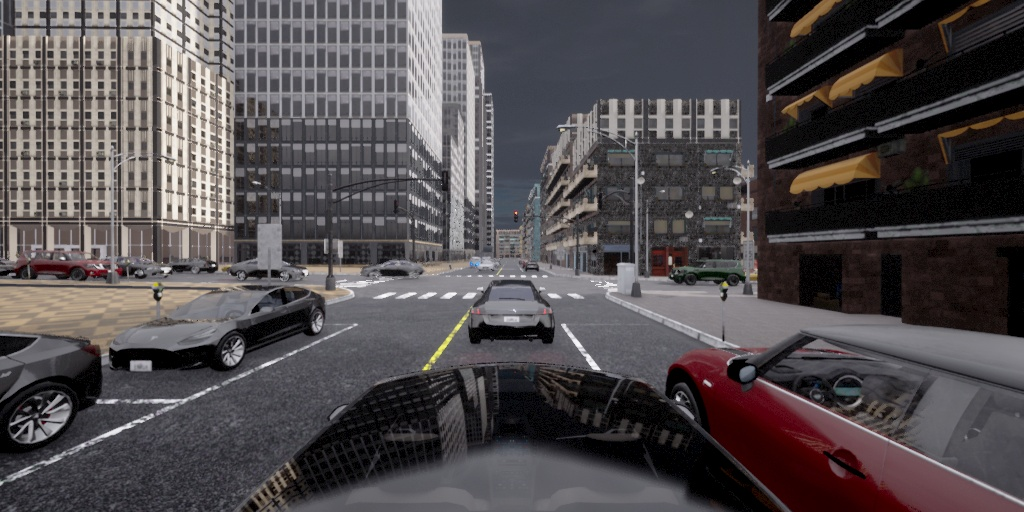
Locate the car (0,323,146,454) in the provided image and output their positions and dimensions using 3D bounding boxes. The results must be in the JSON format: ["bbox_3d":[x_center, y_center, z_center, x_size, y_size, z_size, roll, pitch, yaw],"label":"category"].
[{"bbox_3d":[-5.688,1.316,2.438,1.948,1.339,4.313,0,0,0],"label":"car"}]

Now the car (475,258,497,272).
[{"bbox_3d":[-3.212,1.272,45.242,1.812,1.442,4.674,0,0,0],"label":"car"}]

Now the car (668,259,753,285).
[{"bbox_3d":[15.514,1.285,28.581,5.566,2.045,2.150,1,0,-1],"label":"car"}]

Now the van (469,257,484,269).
[{"bbox_3d":[-5.832,1.088,57.295,1.690,1.789,3.998,0,0,0],"label":"van"}]

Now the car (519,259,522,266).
[{"bbox_3d":[2.548,1.292,57.318,1.888,1.381,4.507,0,0,0],"label":"car"}]

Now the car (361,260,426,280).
[{"bbox_3d":[-9.455,1.082,28.768,4.902,1.511,2.128,1,1,-23],"label":"car"}]

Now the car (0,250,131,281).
[{"bbox_3d":[-27.436,0.587,22.195,5.009,1.841,2.192,0,0,-1],"label":"car"}]

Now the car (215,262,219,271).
[{"bbox_3d":[-22.117,0.875,30.739,4.829,1.417,1.751,0,0,-1],"label":"car"}]

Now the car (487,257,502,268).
[{"bbox_3d":[-3.229,1.348,61.676,1.895,1.301,4.718,0,0,0],"label":"car"}]

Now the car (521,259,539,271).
[{"bbox_3d":[2.575,1.312,47.351,1.948,1.339,4.313,0,0,0],"label":"car"}]

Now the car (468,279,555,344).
[{"bbox_3d":[-0.015,1.312,9.616,1.994,1.385,4.181,0,0,0],"label":"car"}]

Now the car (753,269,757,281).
[{"bbox_3d":[21.291,1.693,31.257,4.829,1.417,1.751,0,0,-1],"label":"car"}]

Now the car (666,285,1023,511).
[{"bbox_3d":[2.693,1.190,2.461,1.967,1.591,4.097,0,0,0],"label":"car"}]

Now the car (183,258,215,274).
[{"bbox_3d":[-27.561,0.811,30.576,4.313,1.339,1.948,0,0,-1],"label":"car"}]

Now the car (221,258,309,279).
[{"bbox_3d":[-16.787,0.955,24.939,4.902,1.511,2.128,1,0,-1],"label":"car"}]

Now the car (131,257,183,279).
[{"bbox_3d":[-26.360,0.776,24.802,4.902,1.511,2.128,1,0,-1],"label":"car"}]

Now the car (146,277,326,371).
[{"bbox_3d":[-5.702,1.314,7.684,1.948,1.339,4.313,0,0,0],"label":"car"}]
